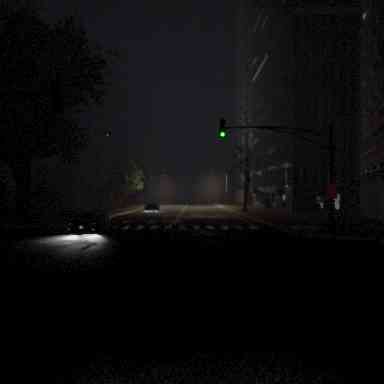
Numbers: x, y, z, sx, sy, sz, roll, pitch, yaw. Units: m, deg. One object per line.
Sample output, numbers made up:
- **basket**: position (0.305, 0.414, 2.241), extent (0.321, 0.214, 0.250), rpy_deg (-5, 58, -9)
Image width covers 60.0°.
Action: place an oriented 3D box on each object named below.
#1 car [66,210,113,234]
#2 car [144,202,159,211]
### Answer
- **car**: position (-6.433, 1.884, 21.305), extent (1.994, 1.385, 4.181), rpy_deg (0, -1, 0)
- **car**: position (-6.338, 2.322, 53.001), extent (1.994, 1.385, 4.181), rpy_deg (0, -1, 0)
